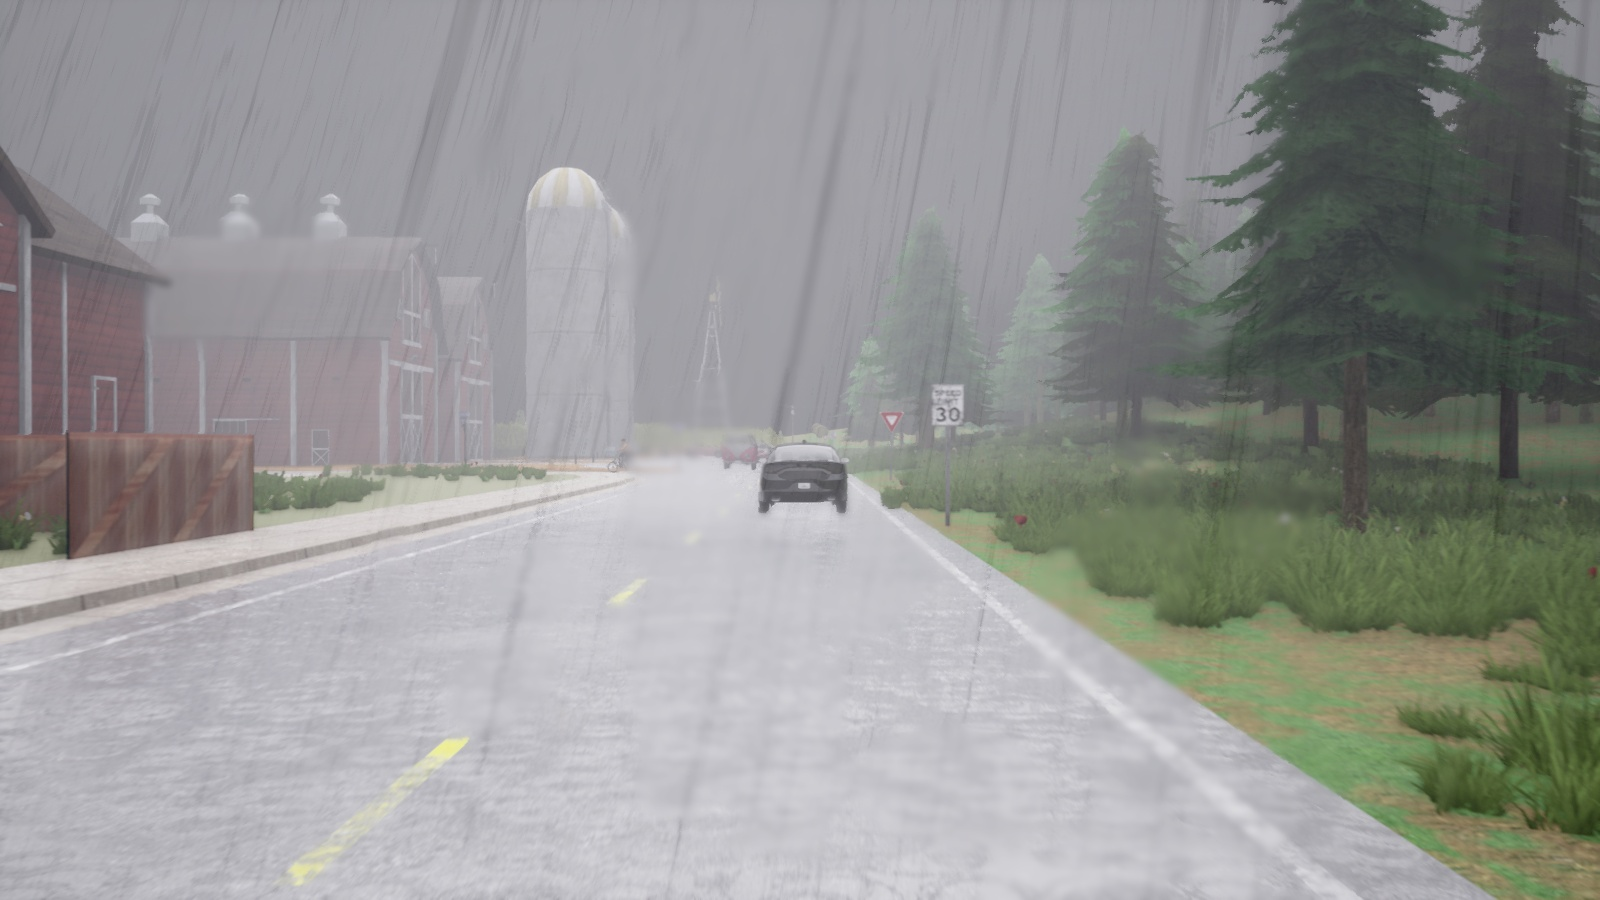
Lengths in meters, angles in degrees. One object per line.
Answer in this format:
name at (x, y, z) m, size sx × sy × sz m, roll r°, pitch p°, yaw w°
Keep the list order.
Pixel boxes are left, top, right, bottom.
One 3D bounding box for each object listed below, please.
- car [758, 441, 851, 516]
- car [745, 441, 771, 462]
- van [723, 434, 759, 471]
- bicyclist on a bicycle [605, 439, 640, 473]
car at (0.101, 0.565, 28.150) m, size 1.882 × 1.535 × 5.008 m, roll 0°, pitch 0°, yaw 0°
car at (-3.180, 0.098, 96.518) m, size 1.851 × 1.617 × 3.988 m, roll 0°, pitch 0°, yaw 0°
van at (-3.265, 0.103, 69.893) m, size 1.775 × 1.987 × 4.442 m, roll 0°, pitch 0°, yaw 0°
bicyclist on a bicycle at (-8.552, 0.283, 60.416) m, size 1.509 × 1.612 × 0.866 m, roll 1°, pitch 0°, yaw -20°
